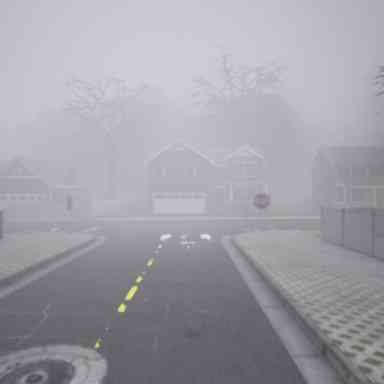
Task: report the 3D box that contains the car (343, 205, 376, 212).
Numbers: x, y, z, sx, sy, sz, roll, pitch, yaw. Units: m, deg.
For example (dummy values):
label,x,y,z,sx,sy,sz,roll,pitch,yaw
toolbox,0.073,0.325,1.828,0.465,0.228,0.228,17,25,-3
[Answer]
label,x,y,z,sx,sy,sz,roll,pitch,yaw
car,11.347,1.599,21.858,4.674,1.442,1.812,-1,1,0
